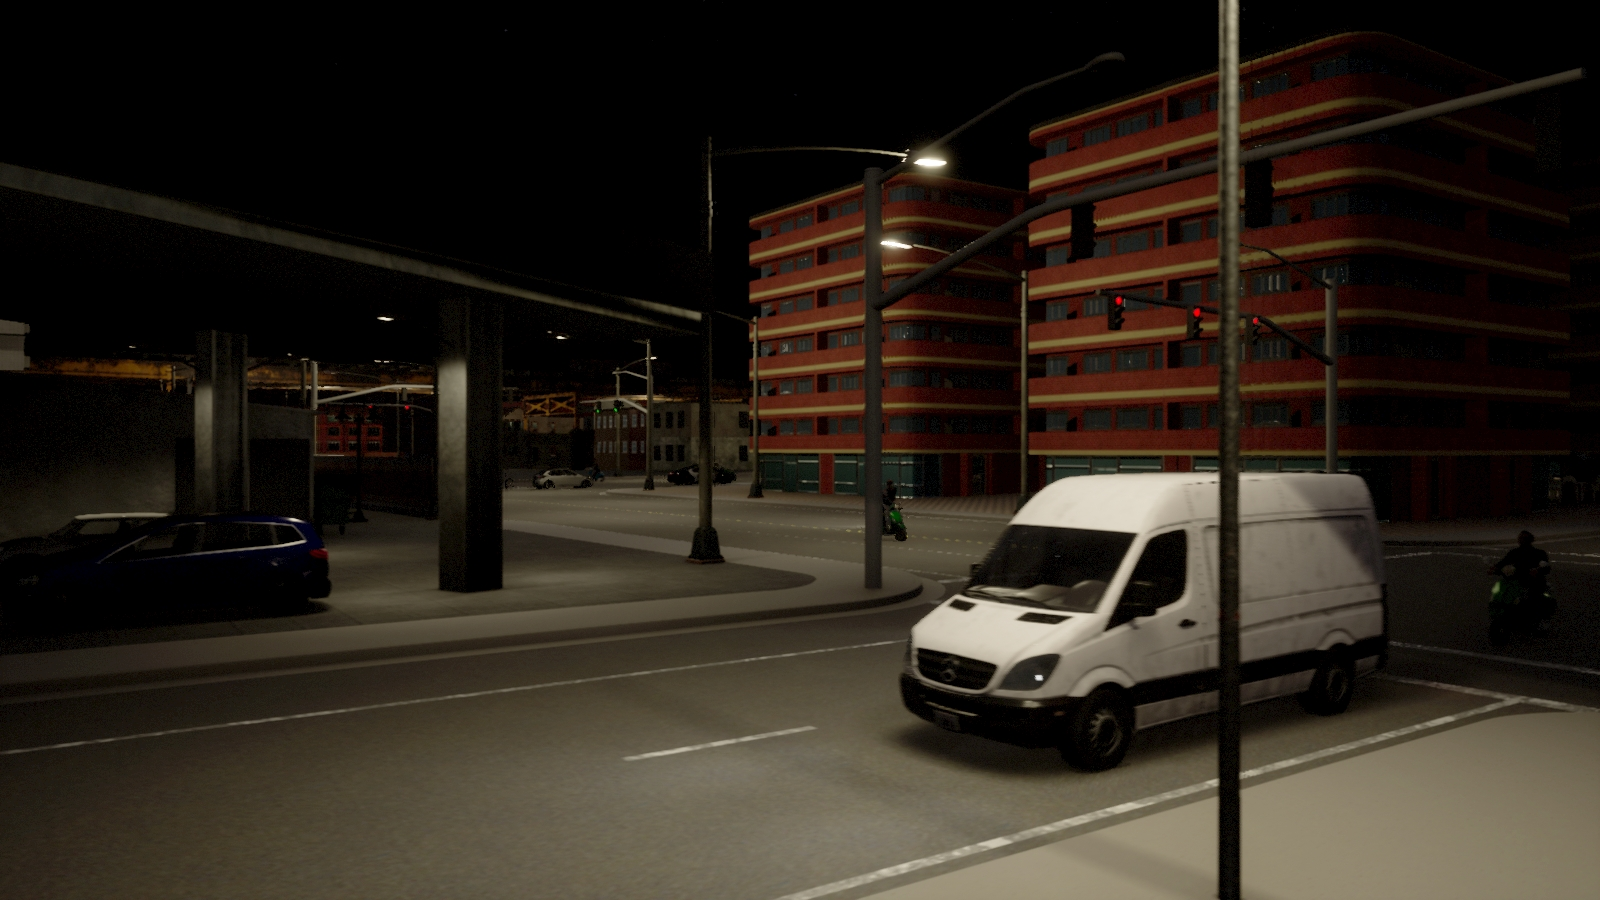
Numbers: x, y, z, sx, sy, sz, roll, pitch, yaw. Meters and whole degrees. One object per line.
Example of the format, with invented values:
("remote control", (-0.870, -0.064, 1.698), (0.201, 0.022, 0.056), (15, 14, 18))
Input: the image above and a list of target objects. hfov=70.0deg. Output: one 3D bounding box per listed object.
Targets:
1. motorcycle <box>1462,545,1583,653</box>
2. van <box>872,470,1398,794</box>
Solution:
("motorcycle", (10.552, 2.133, 16.670), (1.805, 1.341, 0.856), (0, 0, -35))
("van", (3.686, 1.537, 11.880), (5.915, 2.561, 1.988), (0, 0, -35))
